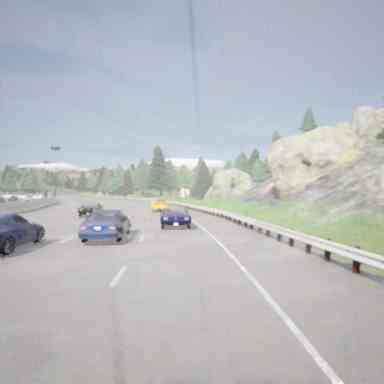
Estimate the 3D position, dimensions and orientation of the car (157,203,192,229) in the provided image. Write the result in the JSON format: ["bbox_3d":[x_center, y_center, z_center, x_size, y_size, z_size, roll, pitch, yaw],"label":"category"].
[{"bbox_3d":[-1.163,1.608,21.798,1.895,1.301,4.718,0,0,-6],"label":"car"}]

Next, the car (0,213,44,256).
[{"bbox_3d":[-7.438,1.550,13.016,1.812,1.442,4.674,0,0,-4],"label":"car"}]

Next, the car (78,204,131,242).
[{"bbox_3d":[-4.152,1.562,16.409,2.033,1.411,5.357,0,0,-5],"label":"car"}]

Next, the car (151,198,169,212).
[{"bbox_3d":[-3.821,1.496,39.546,1.882,1.535,5.008,0,0,-11],"label":"car"}]

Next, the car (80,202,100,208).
[{"bbox_3d":[-9.546,1.634,31.776,1.895,1.301,4.718,0,0,-9],"label":"car"}]
